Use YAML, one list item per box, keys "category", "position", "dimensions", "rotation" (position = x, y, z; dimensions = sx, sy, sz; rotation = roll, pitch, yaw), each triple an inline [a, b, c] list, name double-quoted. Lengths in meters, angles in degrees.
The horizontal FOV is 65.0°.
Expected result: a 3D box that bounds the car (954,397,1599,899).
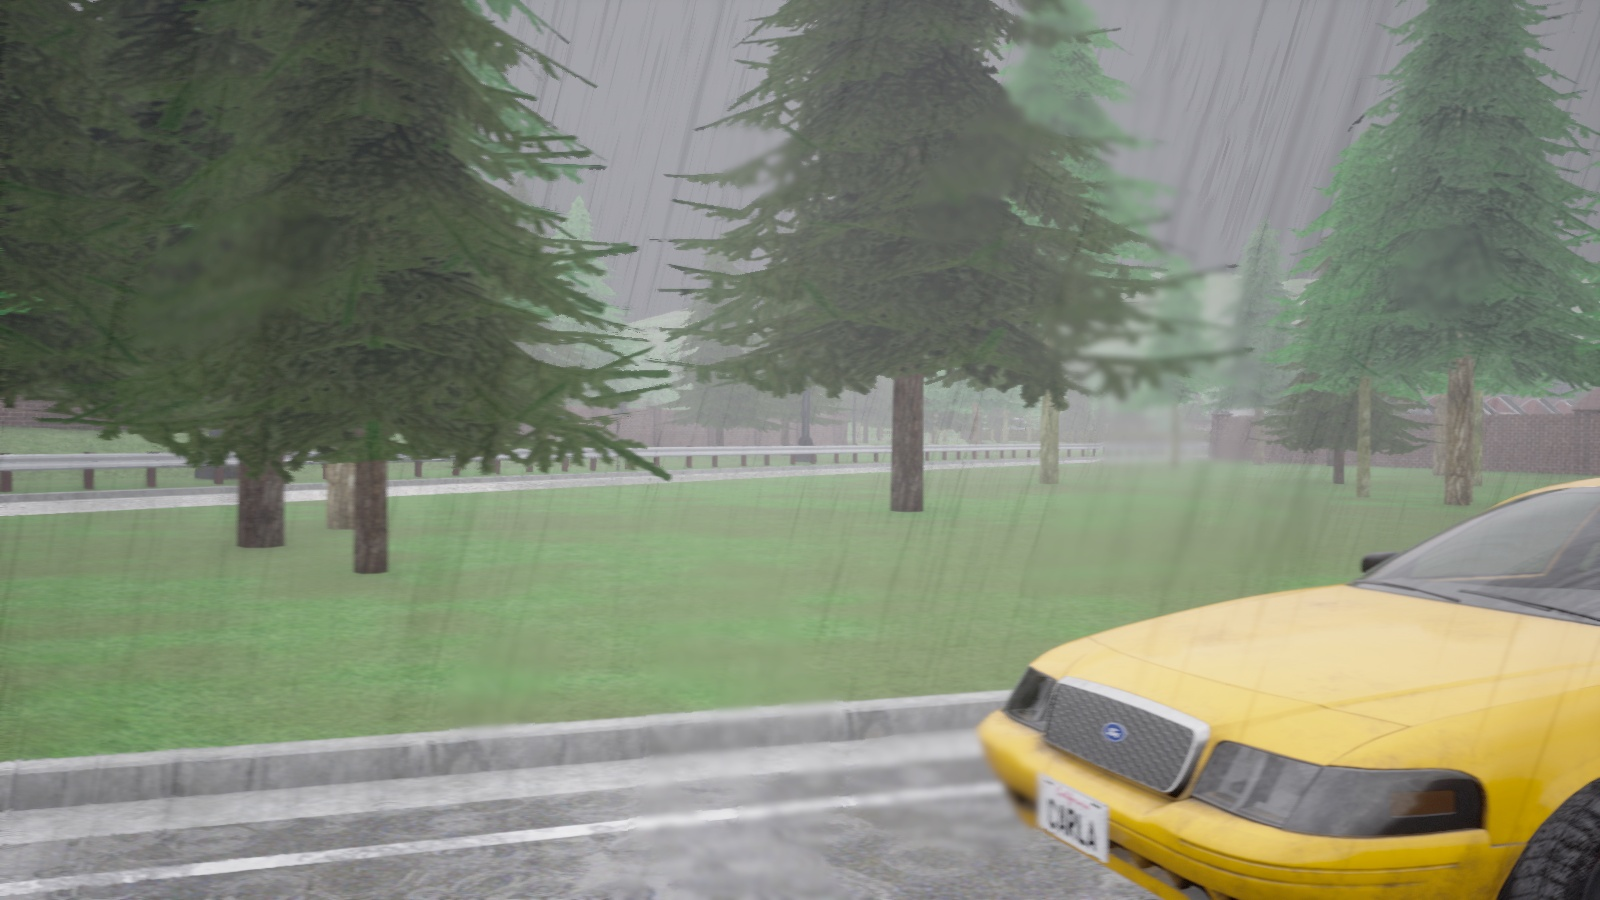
- category: "car"
  position: [3.374, 0.629, 4.519]
  dimensions: [5.366, 1.575, 1.801]
  rotation: [-1, 1, -21]
